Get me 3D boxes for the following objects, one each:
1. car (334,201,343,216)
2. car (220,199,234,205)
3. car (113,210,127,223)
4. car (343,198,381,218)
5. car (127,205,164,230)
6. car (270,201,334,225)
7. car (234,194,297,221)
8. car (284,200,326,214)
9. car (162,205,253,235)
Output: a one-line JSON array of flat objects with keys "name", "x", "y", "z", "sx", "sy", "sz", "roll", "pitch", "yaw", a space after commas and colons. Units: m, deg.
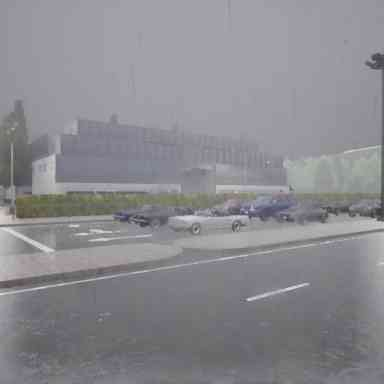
[{"name": "car", "x": 14.565, "y": 1.601, "z": 33.111, "sx": 4.718, "sy": 1.301, "sz": 1.895, "roll": 0, "pitch": 0, "yaw": -36}, {"name": "car", "x": 3.879, "y": 1.352, "z": 29.643, "sx": 4.553, "sy": 1.767, "sz": 2.097, "roll": 0, "pitch": 0, "yaw": -36}, {"name": "car", "x": -3.317, "y": 1.601, "z": 24.455, "sx": 4.718, "sy": 1.301, "sz": 1.895, "roll": 0, "pitch": 0, "yaw": -36}, {"name": "car", "x": 16.046, "y": 1.352, "z": 29.859, "sx": 4.553, "sy": 1.767, "sz": 2.097, "roll": 0, "pitch": 0, "yaw": -36}, {"name": "car", "x": -1.431, "y": 1.601, "z": 21.511, "sx": 4.718, "sy": 1.301, "sz": 1.895, "roll": 0, "pitch": 0, "yaw": -36}, {"name": "car", "x": 7.955, "y": 1.564, "z": 23.952, "sx": 4.181, "sy": 1.385, "sz": 1.994, "roll": 0, "pitch": 0, "yaw": -36}, {"name": "car", "x": 6.411, "y": 1.221, "z": 27.158, "sx": 5.566, "sy": 2.045, "sz": 2.150, "roll": 0, "pitch": 0, "yaw": -36}, {"name": "car", "x": 12.189, "y": 1.601, "z": 35.710, "sx": 4.718, "sy": 1.301, "sz": 1.895, "roll": 0, "pitch": 0, "yaw": -36}, {"name": "car", "x": 0.936, "y": 1.601, "z": 18.904, "sx": 4.718, "sy": 1.301, "sz": 1.895, "roll": 0, "pitch": 0, "yaw": -36}]
